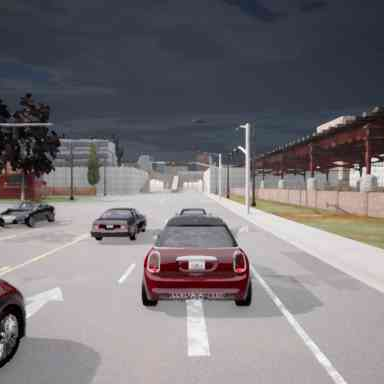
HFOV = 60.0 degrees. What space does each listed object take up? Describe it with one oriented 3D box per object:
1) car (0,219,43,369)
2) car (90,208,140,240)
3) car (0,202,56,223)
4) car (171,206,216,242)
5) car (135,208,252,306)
[{"bbox_3d":[-3.406,1.349,2.869,2.097,1.767,4.553,0,0,1],"label":"car"},{"bbox_3d":[-3.431,1.484,16.420,2.033,1.411,5.357,0,0,0],"label":"car"},{"bbox_3d":[-10.544,1.396,21.610,2.128,1.511,4.902,0,0,0],"label":"car"},{"bbox_3d":[0.070,1.502,16.719,1.994,1.385,4.181,0,0,0],"label":"car"},{"bbox_3d":[0.085,1.335,8.159,2.097,1.767,4.553,0,0,0],"label":"car"}]
